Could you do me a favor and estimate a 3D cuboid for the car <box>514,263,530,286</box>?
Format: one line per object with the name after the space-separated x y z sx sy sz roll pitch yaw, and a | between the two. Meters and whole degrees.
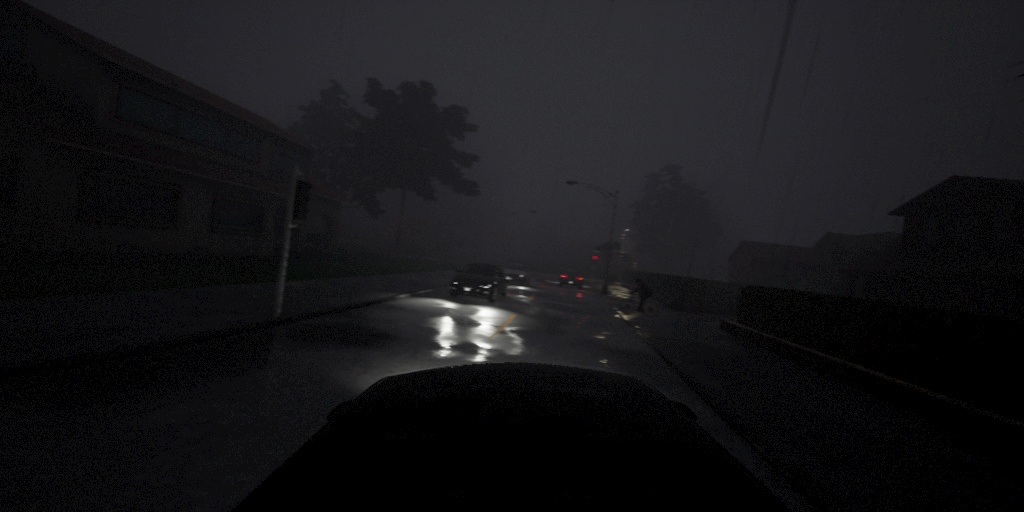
0.263 1.289 26.650 1.812 1.442 4.674 7 0 9 | car

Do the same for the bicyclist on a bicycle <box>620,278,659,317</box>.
5.579 1.785 15.607 1.656 1.620 0.582 7 0 9 | bicyclist on a bicycle

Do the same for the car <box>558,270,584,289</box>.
4.958 1.878 30.079 1.812 1.442 4.674 7 -1 9 | car

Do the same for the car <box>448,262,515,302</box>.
-1.326 1.074 16.186 1.837 1.490 4.892 7 0 9 | car
